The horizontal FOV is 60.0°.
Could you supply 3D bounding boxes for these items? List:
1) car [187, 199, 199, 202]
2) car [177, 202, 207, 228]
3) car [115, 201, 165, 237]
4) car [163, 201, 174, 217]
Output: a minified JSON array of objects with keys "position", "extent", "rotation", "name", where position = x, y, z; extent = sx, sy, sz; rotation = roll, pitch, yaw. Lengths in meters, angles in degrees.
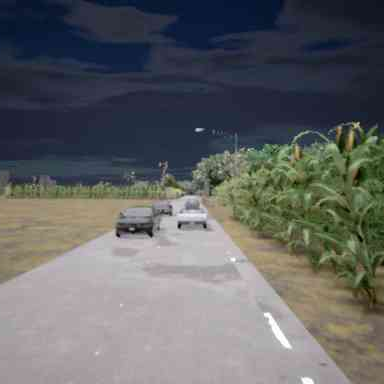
[{"position":[0.072,1.560,40.085],"extent":[2.033,1.411,5.357],"rotation":[0,0,0],"name":"car"},{"position":[0.019,1.609,22.325],"extent":[1.895,1.301,4.718],"rotation":[0,0,0],"name":"car"},{"position":[-2.807,1.484,18.128],"extent":[1.882,1.535,5.008],"rotation":[0,0,0],"name":"car"},{"position":[-2.807,1.575,31.575],"extent":[1.994,1.385,4.181],"rotation":[0,0,0],"name":"car"}]
